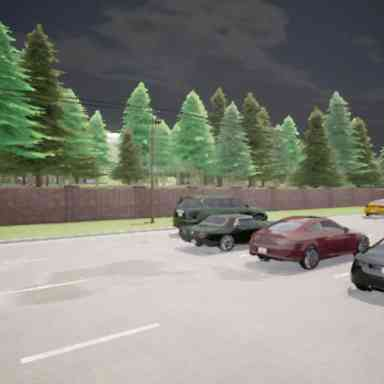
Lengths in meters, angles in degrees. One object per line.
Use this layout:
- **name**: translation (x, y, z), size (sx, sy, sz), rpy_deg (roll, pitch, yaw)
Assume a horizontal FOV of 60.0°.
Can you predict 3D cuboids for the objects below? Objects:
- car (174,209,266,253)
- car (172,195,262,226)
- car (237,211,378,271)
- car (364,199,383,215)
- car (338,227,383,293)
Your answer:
- **car**: translation (1.877, 1.565, 13.678), size (4.718, 1.301, 1.895), rpy_deg (0, 0, -35)
- **car**: translation (1.609, 1.178, 17.784), size (5.566, 2.045, 2.150), rpy_deg (0, 0, -35)
- **car**: translation (3.876, 1.490, 10.820), size (4.674, 1.442, 1.812), rpy_deg (0, 0, -36)
- **car**: translation (16.786, 1.361, 28.597), size (5.008, 1.535, 1.882), rpy_deg (0, 0, -35)
- **car**: translation (5.537, 1.530, 7.688), size (4.181, 1.385, 1.994), rpy_deg (0, 0, -35)
